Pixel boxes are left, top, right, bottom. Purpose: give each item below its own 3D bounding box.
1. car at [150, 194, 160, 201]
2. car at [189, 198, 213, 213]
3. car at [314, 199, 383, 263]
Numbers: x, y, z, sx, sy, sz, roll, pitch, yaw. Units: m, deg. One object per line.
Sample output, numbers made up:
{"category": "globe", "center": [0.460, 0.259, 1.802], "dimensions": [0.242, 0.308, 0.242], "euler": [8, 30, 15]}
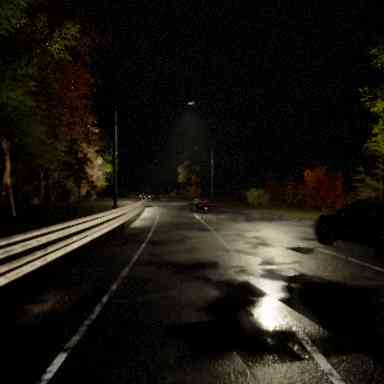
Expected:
{"category": "car", "center": [-8.609, 1.321, 78.012], "dimensions": [1.837, 1.490, 4.892], "euler": [0, 0, -13]}
{"category": "car", "center": [0.926, 1.485, 37.673], "dimensions": [1.837, 1.490, 4.892], "euler": [0, 0, -13]}
{"category": "car", "center": [6.923, 1.283, 12.400], "dimensions": [2.150, 2.045, 5.566], "euler": [1, 1, -13]}
